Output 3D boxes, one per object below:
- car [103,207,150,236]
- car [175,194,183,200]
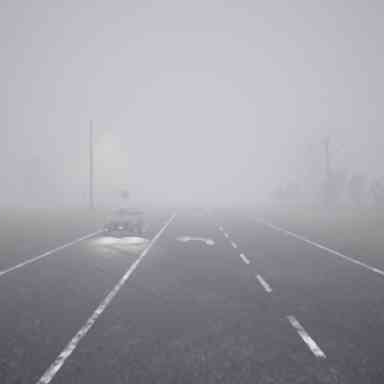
[{"bbox_3d":[-3.489,1.547,18.271,1.994,1.385,4.181,0,0,0],"label":"car"},{"bbox_3d":[-3.348,1.376,83.893,2.128,1.511,4.902,0,0,0],"label":"car"}]
